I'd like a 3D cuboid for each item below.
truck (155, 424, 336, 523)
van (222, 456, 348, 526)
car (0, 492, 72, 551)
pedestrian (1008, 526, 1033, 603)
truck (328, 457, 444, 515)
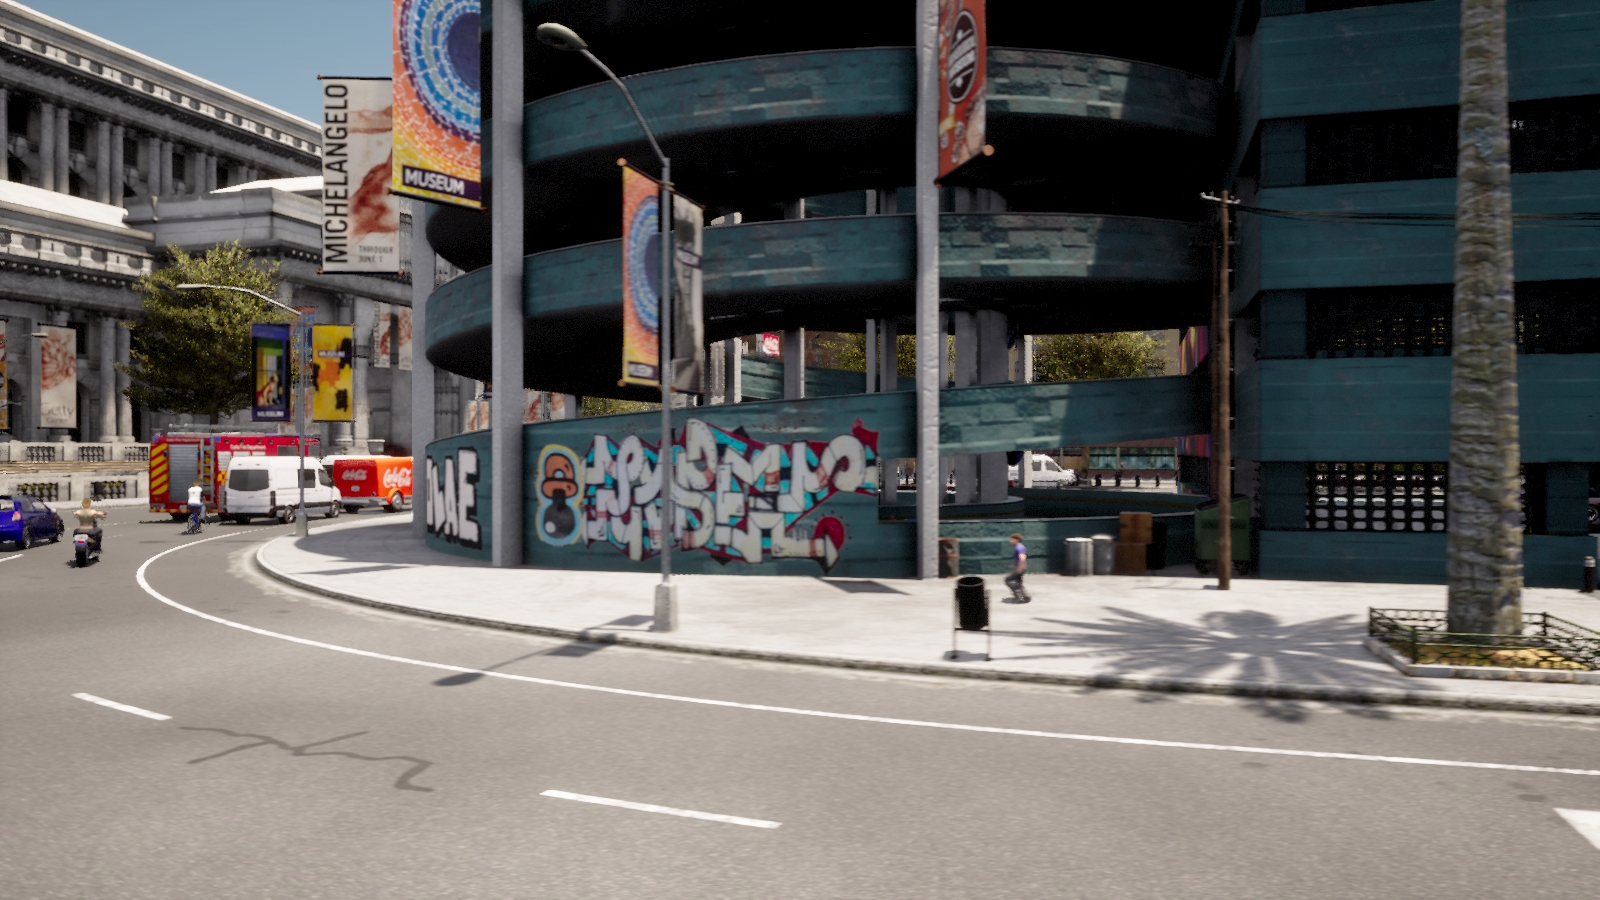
[{"bbox_3d":[-23.099,0.904,48.278,2.891,3.827,8.468,0,0,6],"label":"truck"},{"bbox_3d":[-20.257,1.548,45.259,1.988,2.561,5.915,0,0,4],"label":"van"},{"bbox_3d":[-22.881,2.047,33.251,1.845,1.501,3.633,0,0,-15],"label":"car"},{"bbox_3d":[3.838,1.984,19.859,0.375,1.300,0.375,0,0,18],"label":"pedestrian"},{"bbox_3d":[-18.945,1.584,52.617,2.627,2.467,5.204,0,0,13],"label":"truck"}]
